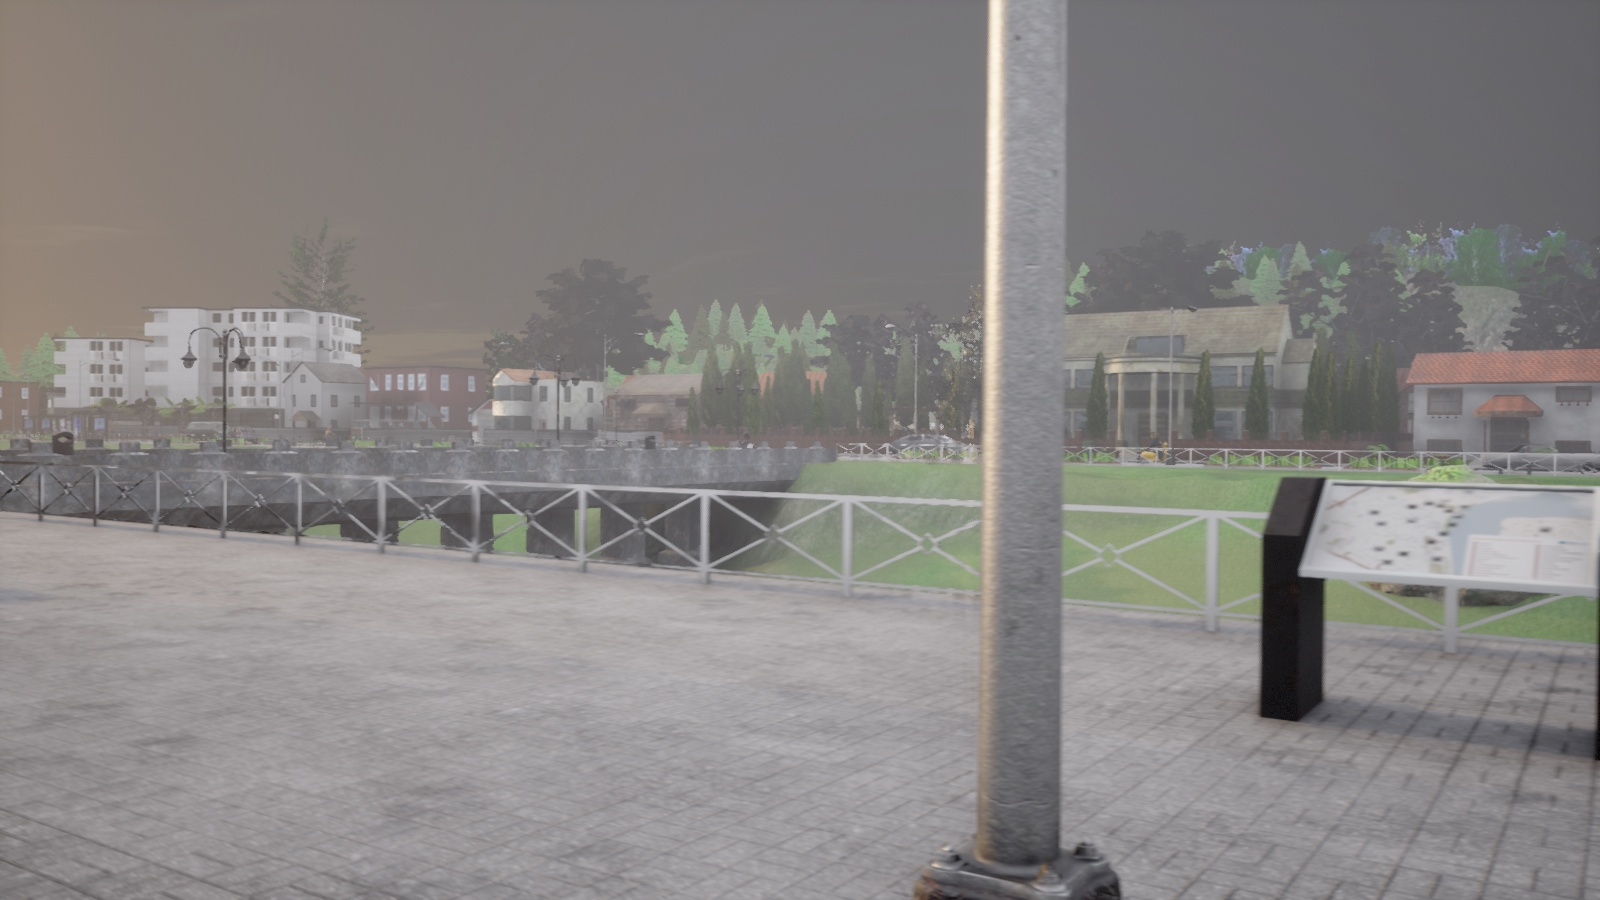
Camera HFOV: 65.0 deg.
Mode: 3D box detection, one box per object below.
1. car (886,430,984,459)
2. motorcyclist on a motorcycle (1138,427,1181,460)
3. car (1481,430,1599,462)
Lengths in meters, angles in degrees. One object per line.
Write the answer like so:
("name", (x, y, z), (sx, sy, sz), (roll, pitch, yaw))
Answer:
("car", (7.351, -0.315, 68.572), (4.902, 1.511, 2.128), (0, 1, 34))
("motorcyclist on a motorcycle", (17.665, -0.317, 61.716), (1.817, 1.590, 0.866), (0, 1, 34))
("car", (31.324, -0.170, 52.640), (4.718, 1.301, 1.895), (0, 1, 34))
